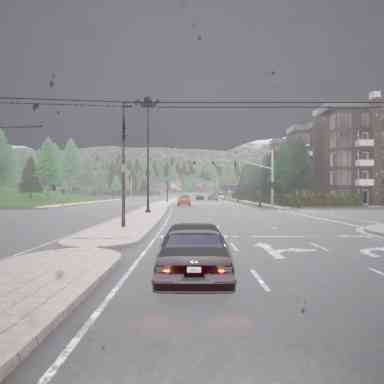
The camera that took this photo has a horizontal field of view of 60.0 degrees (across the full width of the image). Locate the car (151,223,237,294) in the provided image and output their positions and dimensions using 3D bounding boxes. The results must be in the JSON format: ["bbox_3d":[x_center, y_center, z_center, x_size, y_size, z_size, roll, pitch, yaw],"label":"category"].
[{"bbox_3d":[0.049,1.547,8.930,2.033,1.411,5.357,0,0,0],"label":"car"}]

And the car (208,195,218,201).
[{"bbox_3d":[5.550,1.539,85.541,2.033,1.411,5.357,0,0,0],"label":"car"}]

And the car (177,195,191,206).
[{"bbox_3d":[-1.312,1.352,54.676,2.097,1.767,4.553,0,0,-1],"label":"car"}]

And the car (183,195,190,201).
[{"bbox_3d":[-1.450,1.523,85.501,1.812,1.442,4.674,0,0,0],"label":"car"}]

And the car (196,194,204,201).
[{"bbox_3d":[2.050,1.477,85.536,1.882,1.535,5.008,0,0,0],"label":"car"}]
